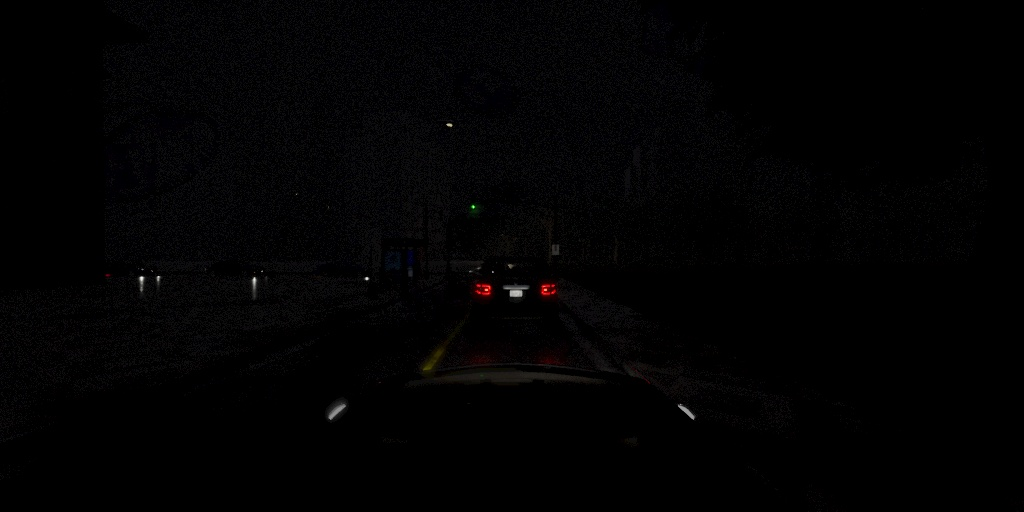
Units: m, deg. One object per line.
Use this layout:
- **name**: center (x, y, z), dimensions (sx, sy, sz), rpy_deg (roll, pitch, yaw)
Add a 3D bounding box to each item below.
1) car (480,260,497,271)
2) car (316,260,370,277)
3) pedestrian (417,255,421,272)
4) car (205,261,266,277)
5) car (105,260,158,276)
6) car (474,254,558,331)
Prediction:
- **car**: center (-3.087, 1.249, 48.203), dimensions (2.033, 1.411, 5.357), rpy_deg (0, 0, 0)
- **car**: center (-15.160, 1.176, 32.680), dimensions (5.008, 1.535, 1.882), rpy_deg (0, 0, 0)
- **pedestrian**: center (-10.075, 0.800, 38.781), dimensions (0.375, 1.860, 0.375), rpy_deg (0, 0, 1)
- **car**: center (-25.346, 1.175, 32.938), dimensions (4.892, 1.490, 1.837), rpy_deg (0, 1, 1)
- **car**: center (-35.719, 1.145, 33.214), dimensions (4.892, 1.490, 1.837), rpy_deg (0, 1, 2)
- **car**: center (0.099, 0.969, 11.146), dimensions (2.150, 2.045, 5.566), rpy_deg (0, 0, 0)
